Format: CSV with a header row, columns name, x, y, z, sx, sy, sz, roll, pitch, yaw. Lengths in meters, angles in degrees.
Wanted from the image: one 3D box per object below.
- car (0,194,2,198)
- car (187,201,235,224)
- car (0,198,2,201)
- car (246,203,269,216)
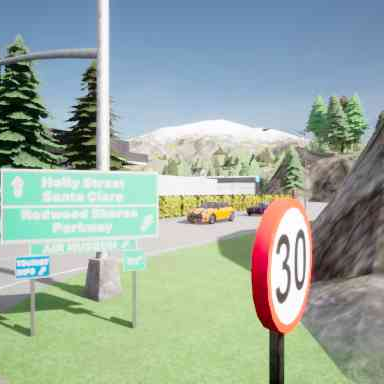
name,x,y,z,sx,sy,sz,roll,pitch,yaw
car,-38.665,1.489,69.982,4.514,1.523,2.007,0,0,35
car,1.563,1.544,26.726,2.097,1.767,4.553,0,0,36
car,-12.422,1.504,26.064,1.905,1.878,3.866,0,0,35
car,7.468,1.792,34.853,1.895,1.301,4.718,0,0,36
